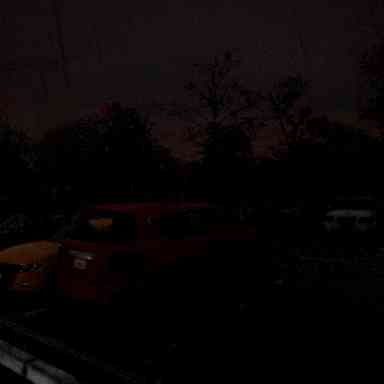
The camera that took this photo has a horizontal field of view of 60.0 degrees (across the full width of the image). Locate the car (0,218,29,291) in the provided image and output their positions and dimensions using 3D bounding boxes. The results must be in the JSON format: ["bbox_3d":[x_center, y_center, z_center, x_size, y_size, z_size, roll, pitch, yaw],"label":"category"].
[{"bbox_3d":[-2.622,1.497,9.076,2.097,1.535,5.008,0,0,35],"label":"car"}]

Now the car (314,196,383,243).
[{"bbox_3d":[8.153,1.220,16.471,2.435,2.045,5.566,0,0,35],"label":"car"}]

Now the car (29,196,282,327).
[{"bbox_3d":[-0.218,1.226,7.425,2.435,2.045,5.566,0,0,35],"label":"car"}]

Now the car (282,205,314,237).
[{"bbox_3d":[5.878,1.488,18.089,2.231,1.521,4.892,0,0,35],"label":"car"}]

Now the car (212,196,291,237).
[{"bbox_3d":[3.677,1.254,19.601,2.435,2.045,5.566,-1,0,35],"label":"car"}]

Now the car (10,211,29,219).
[{"bbox_3d":[-5.096,1.394,10.837,2.185,1.767,4.553,0,0,35],"label":"car"}]
